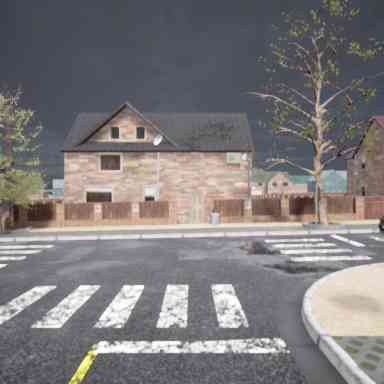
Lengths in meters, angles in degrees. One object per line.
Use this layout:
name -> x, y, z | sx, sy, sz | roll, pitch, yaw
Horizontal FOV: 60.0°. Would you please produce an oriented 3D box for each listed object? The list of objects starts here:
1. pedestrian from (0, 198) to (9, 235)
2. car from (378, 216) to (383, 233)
pedestrian -> -9.656, 1.243, 16.919 | 0.375, 1.860, 0.375 | 0, 2, 0
car -> 10.553, 1.149, 14.020 | 5.008, 1.535, 1.882 | -1, 1, -1
